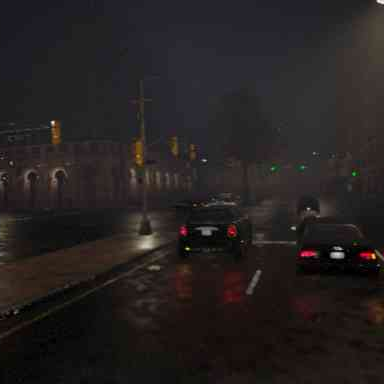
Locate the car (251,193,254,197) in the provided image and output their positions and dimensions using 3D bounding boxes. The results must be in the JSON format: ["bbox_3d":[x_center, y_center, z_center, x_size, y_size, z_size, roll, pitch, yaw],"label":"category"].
[{"bbox_3d":[12.893,0.813,76.088,1.994,1.385,4.181,-1,0,18],"label":"car"}]

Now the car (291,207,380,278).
[{"bbox_3d":[3.926,1.392,9.635,2.033,1.411,5.357,-1,0,18],"label":"car"}]

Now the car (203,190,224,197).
[{"bbox_3d":[3.465,0.826,58.013,2.150,2.045,5.566,-1,0,18],"label":"car"}]

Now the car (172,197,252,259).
[{"bbox_3d":[1.011,1.259,12.413,2.097,1.767,4.553,-1,0,15],"label":"car"}]

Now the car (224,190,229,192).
[{"bbox_3d":[6.529,0.696,67.648,2.150,2.045,5.566,-1,0,18],"label":"car"}]

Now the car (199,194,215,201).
[{"bbox_3d":[3.081,1.161,67.494,1.895,1.301,4.718,-1,0,17],"label":"car"}]

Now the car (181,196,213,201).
[{"bbox_3d":[-0.221,1.351,30.535,1.837,1.490,4.892,-1,0,-27],"label":"car"}]

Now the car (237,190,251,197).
[{"bbox_3d":[9.861,0.612,66.580,2.150,2.045,5.566,-1,0,18],"label":"car"}]

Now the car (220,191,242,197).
[{"bbox_3d":[6.823,1.069,56.999,2.033,1.411,5.357,-1,0,18],"label":"car"}]

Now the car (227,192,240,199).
[{"bbox_3d":[9.663,0.879,77.478,2.033,1.411,5.357,-1,0,18],"label":"car"}]

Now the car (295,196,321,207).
[{"bbox_3d":[10.181,1.081,29.294,1.837,1.490,4.892,-1,0,18],"label":"car"}]
